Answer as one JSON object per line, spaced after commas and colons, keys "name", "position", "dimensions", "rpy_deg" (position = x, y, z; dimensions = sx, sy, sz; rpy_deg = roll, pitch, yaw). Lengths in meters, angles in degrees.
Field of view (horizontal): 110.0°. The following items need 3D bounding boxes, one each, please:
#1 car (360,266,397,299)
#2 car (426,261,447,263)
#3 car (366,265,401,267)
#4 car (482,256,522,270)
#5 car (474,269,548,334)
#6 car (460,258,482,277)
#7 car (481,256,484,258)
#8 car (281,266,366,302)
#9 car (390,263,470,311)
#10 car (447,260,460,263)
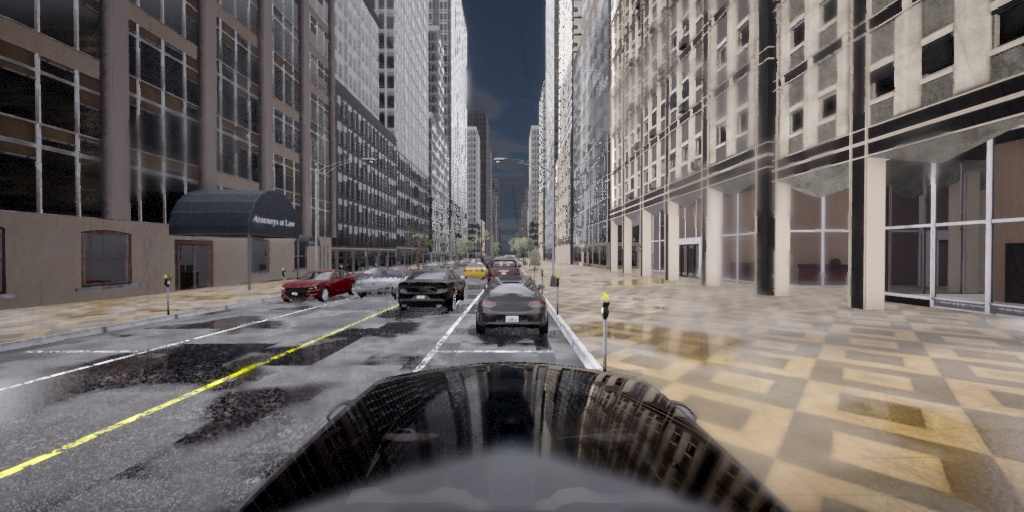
{"name": "car", "position": [-6.246, 1.348, 18.438], "dimensions": [1.895, 1.301, 4.718], "rpy_deg": [0, 0, 0]}
{"name": "car", "position": [-8.837, 1.294, 39.574], "dimensions": [2.007, 1.370, 4.403], "rpy_deg": [0, 0, 0]}
{"name": "car", "position": [-8.838, 1.297, 22.523], "dimensions": [2.007, 1.370, 4.403], "rpy_deg": [0, 0, 0]}
{"name": "car", "position": [-0.457, 1.061, 22.523], "dimensions": [2.192, 1.841, 5.009], "rpy_deg": [0, 0, 0]}
{"name": "car", "position": [0.003, 1.274, 10.501], "dimensions": [1.812, 1.442, 4.674], "rpy_deg": [0, 0, 0]}
{"name": "car", "position": [-3.144, 1.201, 31.883], "dimensions": [1.801, 1.575, 5.366], "rpy_deg": [0, 0, 0]}
{"name": "car", "position": [-3.046, 0.963, 47.400], "dimensions": [2.150, 2.045, 5.566], "rpy_deg": [0, 0, 0]}
{"name": "car", "position": [-8.837, 1.292, 16.839], "dimensions": [1.888, 1.381, 4.507], "rpy_deg": [0, 0, 0]}
{"name": "car", "position": [-3.045, 1.225, 14.454], "dimensions": [1.882, 1.535, 5.008], "rpy_deg": [0, 0, 0]}
{"name": "car", "position": [-8.837, 1.291, 50.940], "dimensions": [2.007, 1.370, 4.403], "rpy_deg": [0, 0, 0]}
